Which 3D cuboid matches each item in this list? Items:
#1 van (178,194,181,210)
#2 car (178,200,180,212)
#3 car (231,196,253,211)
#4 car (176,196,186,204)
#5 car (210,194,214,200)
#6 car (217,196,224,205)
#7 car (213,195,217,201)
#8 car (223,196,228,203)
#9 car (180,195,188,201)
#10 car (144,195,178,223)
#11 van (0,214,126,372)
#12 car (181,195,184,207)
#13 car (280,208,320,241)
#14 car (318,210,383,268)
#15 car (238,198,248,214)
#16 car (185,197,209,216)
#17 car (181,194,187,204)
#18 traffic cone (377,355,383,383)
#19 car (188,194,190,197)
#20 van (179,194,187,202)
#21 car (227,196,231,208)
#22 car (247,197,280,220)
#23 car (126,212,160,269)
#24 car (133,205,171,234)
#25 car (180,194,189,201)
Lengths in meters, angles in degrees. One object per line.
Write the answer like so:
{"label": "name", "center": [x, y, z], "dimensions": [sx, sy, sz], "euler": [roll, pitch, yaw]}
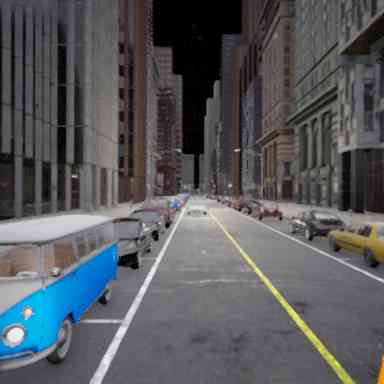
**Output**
{"label": "van", "center": [-2.282, 1.355, 33.699], "dimensions": [1.690, 1.788, 3.998], "euler": [0, 0, 0]}
{"label": "car", "center": [-2.304, 1.555, 28.062], "dimensions": [1.887, 1.381, 4.507], "euler": [0, 0, 0]}
{"label": "car", "center": [6.265, 1.371, 39.311], "dimensions": [2.192, 1.841, 5.009], "euler": [0, 0, 0]}
{"label": "car", "center": [-2.151, 1.567, 67.349], "dimensions": [1.752, 1.417, 4.829], "euler": [0, 0, 0]}
{"label": "car", "center": [6.463, 1.688, 90.037], "dimensions": [1.802, 1.307, 4.206], "euler": [0, 0, 0]}
{"label": "car", "center": [6.353, 1.514, 61.855], "dimensions": [1.967, 1.590, 4.097], "euler": [0, 0, 0]}
{"label": "car", "center": [6.397, 1.651, 73.128], "dimensions": [1.947, 1.339, 4.313], "euler": [0, 0, 0]}
{"label": "car", "center": [6.309, 1.631, 50.584], "dimensions": [1.947, 1.339, 4.313], "euler": [0, 0, 0]}
{"label": "car", "center": [-2.084, 1.501, 84.428], "dimensions": [1.967, 1.590, 4.097], "euler": [0, 0, 0]}
{"label": "car", "center": [-2.326, 1.321, 22.425], "dimensions": [2.192, 1.841, 5.009], "euler": [0, 0, 0]}
{"label": "van", "center": [-2.392, 1.334, 5.515], "dimensions": [1.690, 1.788, 3.998], "euler": [0, 0, 0]}
{"label": "car", "center": [-2.260, 1.459, 39.335], "dimensions": [1.967, 1.590, 4.097], "euler": [0, 0, 0]}
{"label": "car", "center": [6.177, 1.590, 16.766], "dimensions": [2.008, 1.369, 4.403], "euler": [0, 0, 0]}
{"label": "car", "center": [6.155, 1.561, 11.300], "dimensions": [1.752, 1.417, 4.829], "euler": [0, 0, 0]}
{"label": "car", "center": [6.243, 1.618, 33.675], "dimensions": [1.947, 1.339, 4.313], "euler": [0, 0, 0]}
{"label": "car", "center": [0.478, 1.551, 32.505], "dimensions": [1.812, 1.442, 4.674], "euler": [0, 0, 0]}
{"label": "car", "center": [-2.216, 1.467, 50.609], "dimensions": [1.967, 1.590, 4.097], "euler": [0, 0, 0]}
{"label": "traffic cone", "center": [2.088, 1.967, 3.552], "dimensions": [0.340, 0.580, 0.340], "euler": [0, 0, 0]}
{"label": "car", "center": [-2.128, 1.598, 73.154], "dimensions": [2.008, 1.369, 4.403], "euler": [0, 0, 0]}
{"label": "van", "center": [-2.106, 1.395, 78.791], "dimensions": [1.690, 1.788, 3.998], "euler": [0, 0, 0]}
{"label": "car", "center": [6.287, 1.605, 44.948], "dimensions": [1.887, 1.381, 4.507], "euler": [0, 0, 0]}
{"label": "car", "center": [6.221, 1.488, 28.038], "dimensions": [1.967, 1.590, 4.097], "euler": [0, 0, 0]}
{"label": "car", "center": [-2.370, 1.563, 11.152], "dimensions": [1.947, 1.339, 4.313], "euler": [0, 0, 0]}
{"label": "car", "center": [-2.348, 1.568, 16.788], "dimensions": [1.947, 1.339, 4.313], "euler": [0, 0, 0]}
{"label": "car", "center": [-2.062, 1.383, 90.065], "dimensions": [2.192, 1.841, 5.009], "euler": [0, 0, 0]}
